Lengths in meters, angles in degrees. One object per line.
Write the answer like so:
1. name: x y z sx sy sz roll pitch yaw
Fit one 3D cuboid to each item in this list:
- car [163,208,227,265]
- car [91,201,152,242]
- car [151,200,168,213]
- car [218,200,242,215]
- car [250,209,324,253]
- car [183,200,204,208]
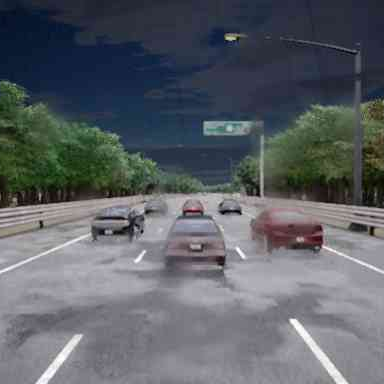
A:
1. car: 0.099 1.491 11.357 2.033 1.411 5.357 0 0 0
2. car: -3.400 1.414 16.028 2.128 1.511 4.902 0 0 0
3. car: -3.397 1.419 32.124 1.994 1.385 4.181 0 0 0
4. car: 3.603 1.419 32.281 1.994 1.385 4.181 0 0 0
5. car: 3.599 1.412 13.462 1.882 1.535 5.008 0 0 0
6. car: 0.102 1.419 32.206 1.994 1.385 4.181 0 0 0
